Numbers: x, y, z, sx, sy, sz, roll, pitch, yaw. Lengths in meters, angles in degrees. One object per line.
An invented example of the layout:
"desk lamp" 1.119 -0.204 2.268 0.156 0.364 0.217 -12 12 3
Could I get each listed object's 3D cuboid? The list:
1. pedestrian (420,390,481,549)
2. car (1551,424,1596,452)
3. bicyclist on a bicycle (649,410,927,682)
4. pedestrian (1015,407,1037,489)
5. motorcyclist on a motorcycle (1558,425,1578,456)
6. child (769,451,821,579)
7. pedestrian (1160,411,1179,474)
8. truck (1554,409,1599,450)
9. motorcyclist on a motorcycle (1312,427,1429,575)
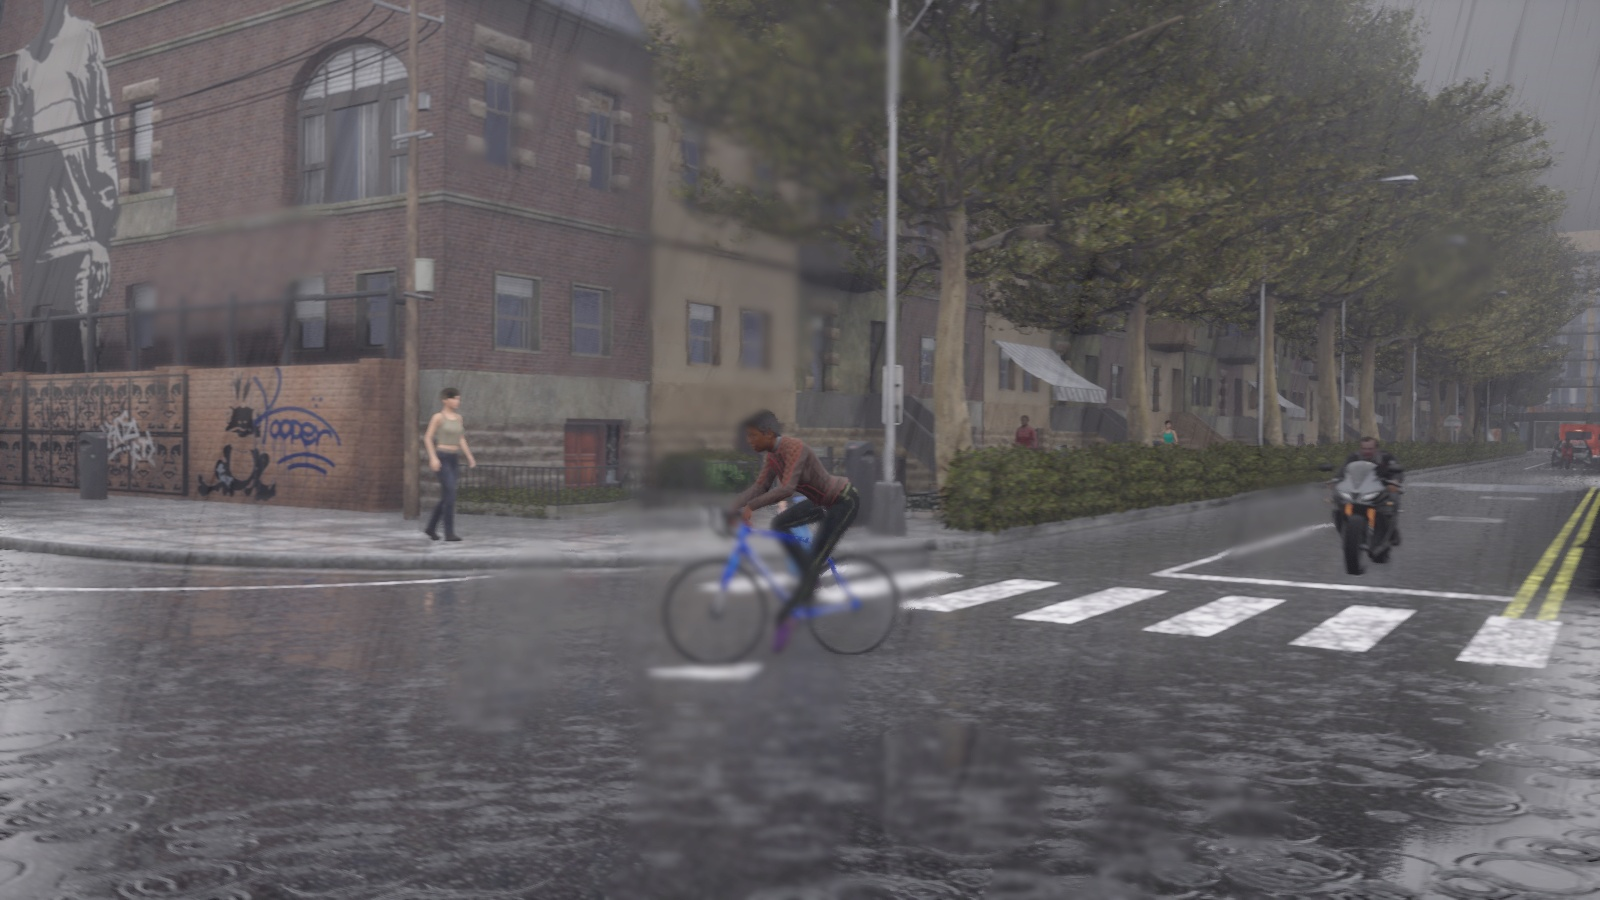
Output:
"pedestrian" -4.119 0.223 14.804 0.594 1.836 0.345 0 1 24
"car" 43.079 -0.666 69.921 2.007 1.525 4.514 0 1 33
"bicyclist on a bicycle" -0.076 0.573 8.101 1.656 1.620 0.582 -1 -1 -21
"pedestrian" 5.152 -0.049 28.620 0.331 1.846 0.636 0 1 27
"motorcyclist on a motorcycle" 38.316 -0.488 62.625 0.797 1.523 2.044 0 1 32
"child" -0.054 0.645 12.695 0.437 1.263 0.270 0 1 33
"pedestrian" 10.970 -0.220 37.276 0.345 1.836 0.594 0 1 36
"truck" 49.303 -1.287 79.403 2.627 2.467 5.204 0 1 33
"motorcyclist on a motorcycle" 6.467 0.515 14.162 0.866 1.530 2.191 0 1 33
